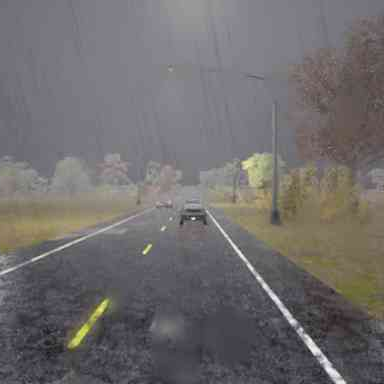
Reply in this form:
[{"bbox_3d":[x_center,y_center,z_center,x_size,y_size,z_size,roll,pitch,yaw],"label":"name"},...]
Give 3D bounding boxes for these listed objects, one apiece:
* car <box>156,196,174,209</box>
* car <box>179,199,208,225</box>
[{"bbox_3d":[-3.551,1.341,43.859,2.097,1.767,4.553,0,0,0],"label":"car"},{"bbox_3d":[0.097,1.502,24.324,1.837,1.490,4.892,0,0,0],"label":"car"}]
